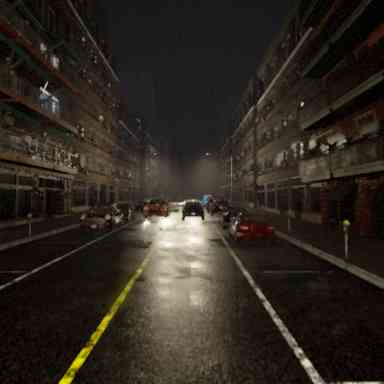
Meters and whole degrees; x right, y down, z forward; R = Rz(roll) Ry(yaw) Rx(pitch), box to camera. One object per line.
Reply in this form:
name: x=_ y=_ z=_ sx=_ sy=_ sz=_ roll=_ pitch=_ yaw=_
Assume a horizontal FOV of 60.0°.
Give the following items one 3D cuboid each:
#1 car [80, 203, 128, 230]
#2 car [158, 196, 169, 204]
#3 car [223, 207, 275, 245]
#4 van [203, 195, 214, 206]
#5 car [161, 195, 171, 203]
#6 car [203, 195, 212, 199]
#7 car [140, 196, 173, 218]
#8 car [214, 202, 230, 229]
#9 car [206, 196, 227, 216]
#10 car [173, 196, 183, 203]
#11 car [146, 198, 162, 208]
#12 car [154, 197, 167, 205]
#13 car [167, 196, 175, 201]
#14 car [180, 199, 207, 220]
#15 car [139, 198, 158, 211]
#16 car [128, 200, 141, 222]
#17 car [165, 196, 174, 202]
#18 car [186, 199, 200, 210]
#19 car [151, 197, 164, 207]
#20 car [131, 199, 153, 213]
car: x=-5.642 y=1.466 z=21.148 sx=1.967 sy=1.590 sz=4.097 roll=1 pitch=0 yaw=0
car: x=-5.648 y=1.615 z=66.454 sx=1.752 sy=1.417 sz=4.829 roll=1 pitch=0 yaw=0
car: x=2.703 y=1.601 z=15.523 sx=1.802 sy=1.307 sz=4.206 roll=1 pitch=0 yaw=0
van: x=2.703 y=1.414 z=55.317 sx=1.690 sy=1.788 sz=3.998 roll=1 pitch=0 yaw=0
car: x=-5.647 y=1.540 z=72.311 sx=1.967 sy=1.590 sz=4.097 roll=1 pitch=0 yaw=0
car: x=2.706 y=1.363 z=38.262 sx=2.192 sy=1.841 sz=5.009 roll=1 pitch=0 yaw=0
car: x=-3.098 y=1.389 z=29.971 sx=2.097 sy=1.767 sz=4.553 roll=0 pitch=0 yaw=0
car: x=2.702 y=1.592 z=21.209 sx=1.947 sy=1.339 sz=4.313 roll=1 pitch=0 yaw=0
car: x=2.703 y=1.481 z=32.578 sx=1.967 sy=1.590 sz=4.097 roll=1 pitch=0 yaw=0
car: x=-3.005 y=1.609 z=71.197 sx=2.033 sy=1.411 sz=5.357 roll=0 pitch=0 yaw=0
car: x=-5.646 y=1.608 z=49.571 sx=1.887 sy=1.381 sz=4.507 roll=1 pitch=0 yaw=0
car: x=-5.648 y=1.647 z=60.940 sx=1.947 sy=1.339 sz=4.313 roll=1 pitch=0 yaw=0
car: x=-5.651 y=1.711 z=89.364 sx=1.802 sy=1.307 sz=4.206 roll=1 pitch=0 yaw=0
car: x=0.096 y=1.561 z=28.509 sx=1.812 sy=1.442 sz=4.674 roll=0 pitch=0 yaw=0
car: x=-5.646 y=1.581 z=43.716 sx=1.752 sy=1.417 sz=4.829 roll=1 pitch=0 yaw=0
car: x=-5.645 y=1.599 z=26.832 sx=1.947 sy=1.339 sz=4.313 roll=1 pitch=0 yaw=0
car: x=-5.649 y=1.670 z=83.679 sx=2.008 sy=1.369 sz=4.403 roll=1 pitch=0 yaw=0
car: x=0.097 y=1.660 z=46.073 sx=1.895 sy=1.301 sz=4.718 roll=0 pitch=0 yaw=0
car: x=-5.647 y=1.597 z=55.086 sx=1.752 sy=1.417 sz=4.829 roll=1 pitch=0 yaw=0
car: x=-5.646 y=1.593 z=38.201 sx=1.887 sy=1.381 sz=4.507 roll=1 pitch=0 yaw=0
